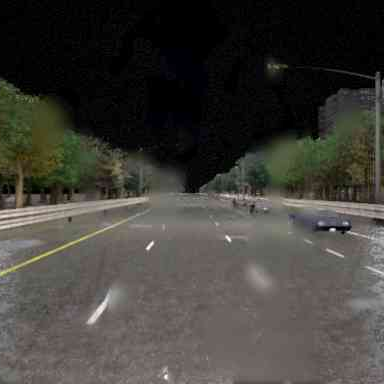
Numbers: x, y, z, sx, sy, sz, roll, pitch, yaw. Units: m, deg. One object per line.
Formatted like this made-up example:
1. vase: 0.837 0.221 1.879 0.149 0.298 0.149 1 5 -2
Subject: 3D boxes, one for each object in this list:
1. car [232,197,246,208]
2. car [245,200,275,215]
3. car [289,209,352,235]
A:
1. car: 7.024 1.518 49.290 2.128 1.511 4.902 0 0 0
2. car: 7.006 1.571 33.779 1.994 1.385 4.181 0 0 0
3. car: 7.002 1.601 18.757 1.895 1.301 4.718 0 0 0
